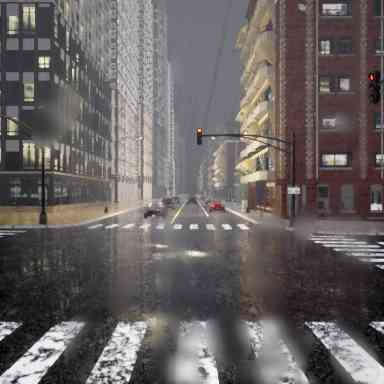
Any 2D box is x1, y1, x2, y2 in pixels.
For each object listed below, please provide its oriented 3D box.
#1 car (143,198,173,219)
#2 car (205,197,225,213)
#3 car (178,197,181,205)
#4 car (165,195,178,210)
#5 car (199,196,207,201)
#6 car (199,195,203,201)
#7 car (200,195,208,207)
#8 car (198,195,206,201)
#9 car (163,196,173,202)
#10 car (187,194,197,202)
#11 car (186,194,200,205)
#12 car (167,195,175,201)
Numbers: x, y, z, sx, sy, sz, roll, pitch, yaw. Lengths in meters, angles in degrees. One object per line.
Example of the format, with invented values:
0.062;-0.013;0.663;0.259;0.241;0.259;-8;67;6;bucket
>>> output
-3.109;1.553;29.670;2.033;1.411;5.357;0;0;0;car
2.732;1.591;37.165;1.802;1.307;4.206;0;0;0;car
-3.053;1.548;59.934;1.812;1.442;4.674;0;0;1;car
-3.108;1.517;42.673;1.837;1.490;4.892;0;0;0;car
2.669;1.626;83.974;1.802;1.307;4.206;0;0;0;car
2.677;1.571;55.730;2.008;1.369;4.403;0;0;0;car
2.678;1.567;50.082;2.008;1.369;4.403;0;0;0;car
2.667;1.491;89.622;1.967;1.590;4.097;0;0;0;car
-5.710;1.589;78.322;2.008;1.369;4.403;0;0;0;car
-0.017;1.218;69.736;2.097;1.767;4.553;0;0;0;car
-0.015;1.549;59.763;1.812;1.442;4.674;0;0;0;car
-5.713;1.595;89.620;1.887;1.381;4.507;0;0;0;car
